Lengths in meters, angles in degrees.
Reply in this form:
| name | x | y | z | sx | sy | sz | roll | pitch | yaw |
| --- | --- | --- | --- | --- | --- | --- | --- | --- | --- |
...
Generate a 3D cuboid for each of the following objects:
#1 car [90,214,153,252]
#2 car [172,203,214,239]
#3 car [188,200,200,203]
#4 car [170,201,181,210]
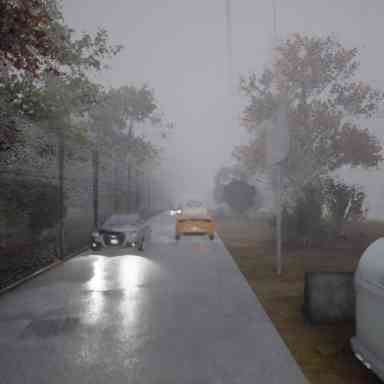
| name | x | y | z | sx | sy | sz | roll | pitch | yaw |
| --- | --- | --- | --- | --- | --- | --- | --- | --- | --- |
| car | -2.828 | 1.617 | 14.066 | 1.994 | 1.385 | 4.181 | 0 | 0 | 0 |
| car | 0.131 | 1.563 | 17.974 | 1.882 | 1.535 | 5.008 | 0 | 0 | 0 |
| car | 0.233 | 1.730 | 38.478 | 2.097 | 1.767 | 4.553 | 0 | -1 | 0 |
| car | -2.571 | 2.278 | 55.476 | 2.128 | 1.511 | 4.902 | 0 | -2 | 1 |
